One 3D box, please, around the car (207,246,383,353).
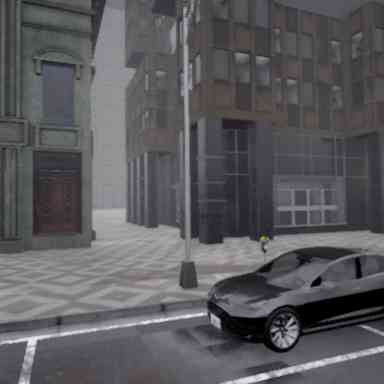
[{"bbox_3d":[2.412,1.747,6.257,4.313,1.339,1.947,0,-2,-21],"label":"car"}]
